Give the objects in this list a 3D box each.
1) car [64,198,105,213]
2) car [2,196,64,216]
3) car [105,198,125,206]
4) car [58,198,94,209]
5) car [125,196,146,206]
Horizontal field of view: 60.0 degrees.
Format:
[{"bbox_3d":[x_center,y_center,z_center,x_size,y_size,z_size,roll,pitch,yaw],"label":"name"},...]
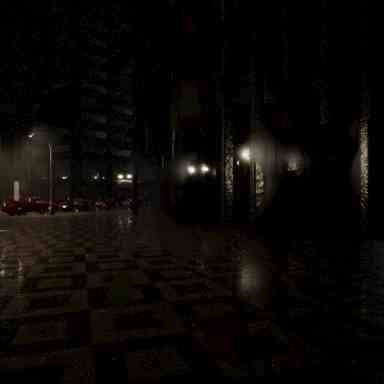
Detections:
[{"bbox_3d":[-12.250,1.569,36.606,1.947,1.339,4.313,0,0,35],"label":"car"},{"bbox_3d":[-15.460,1.322,31.967,2.192,1.841,5.009,0,0,35],"label":"car"},{"bbox_3d":[-12.828,1.572,50.753,1.802,1.307,4.206,0,0,35],"label":"car"},{"bbox_3d":[-16.037,1.538,46.115,1.887,1.381,4.507,0,0,35],"label":"car"},{"bbox_3d":[-9.619,1.427,55.390,1.967,1.590,4.097,0,0,35],"label":"car"}]
